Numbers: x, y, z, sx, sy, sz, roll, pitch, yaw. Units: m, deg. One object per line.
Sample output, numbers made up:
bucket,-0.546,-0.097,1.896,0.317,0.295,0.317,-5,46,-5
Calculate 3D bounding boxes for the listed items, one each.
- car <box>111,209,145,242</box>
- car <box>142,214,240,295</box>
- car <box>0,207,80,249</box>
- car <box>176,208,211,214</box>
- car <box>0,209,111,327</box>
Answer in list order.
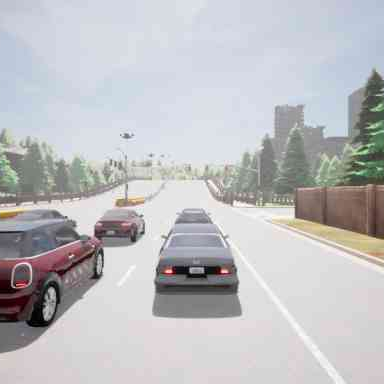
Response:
car,-3.418,1.526,16.169,1.812,1.442,4.674,0,0,-1
car,0.091,1.547,8.883,2.033,1.411,5.357,0,0,0
car,-6.908,1.525,15.416,1.812,1.442,4.674,0,0,0
car,0.084,1.564,18.124,1.994,1.385,4.181,0,0,0
car,-3.408,1.352,7.175,2.097,1.767,4.553,0,0,0
